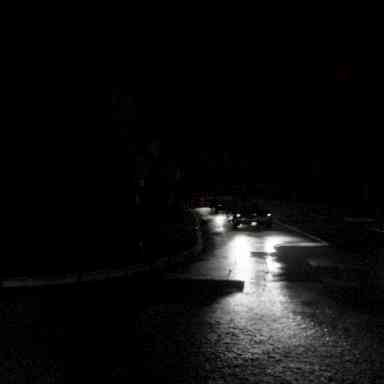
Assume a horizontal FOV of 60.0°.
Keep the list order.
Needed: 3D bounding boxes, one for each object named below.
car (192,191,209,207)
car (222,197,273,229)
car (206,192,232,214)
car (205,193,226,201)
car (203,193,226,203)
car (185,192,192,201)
[{"bbox_3d":[1.607,0.723,37.003,2.097,1.767,4.553,-1,0,-8],"label":"car"},{"bbox_3d":[2.901,1.127,17.776,1.895,1.301,4.718,-1,1,0],"label":"car"},{"bbox_3d":[2.566,0.940,26.995,1.812,1.442,4.674,-1,1,-4],"label":"car"},{"bbox_3d":[4.026,0.793,57.642,1.895,1.301,4.718,-2,0,-20],"label":"car"},{"bbox_3d":[3.170,0.839,48.328,1.994,1.385,4.181,-1,0,-16],"label":"car"},{"bbox_3d":[0.384,0.764,57.406,1.882,1.535,5.008,-2,0,-23],"label":"car"}]
